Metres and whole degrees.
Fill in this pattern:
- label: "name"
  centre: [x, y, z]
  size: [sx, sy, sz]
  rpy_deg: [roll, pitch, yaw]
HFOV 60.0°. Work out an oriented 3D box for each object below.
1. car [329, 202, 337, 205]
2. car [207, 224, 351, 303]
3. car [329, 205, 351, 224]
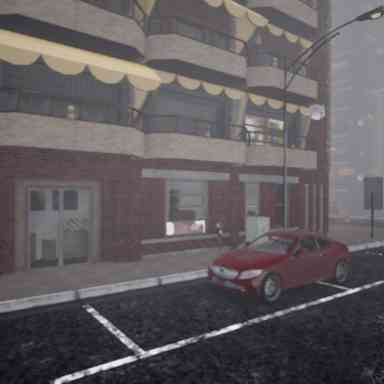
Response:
- label: "car"
  centre: [14.712, 2.047, 39.079]
  size: [2.192, 1.841, 5.009]
  rpy_deg: [-1, -1, -36]
- label: "car"
  centre: [2.325, 1.645, 8.282]
  size: [4.206, 1.307, 1.802]
  rpy_deg: [1, 0, -36]
- label: "car"
  centre: [11.431, 2.086, 29.401]
  size: [1.752, 1.417, 4.829]
  rpy_deg: [-1, -1, -36]
